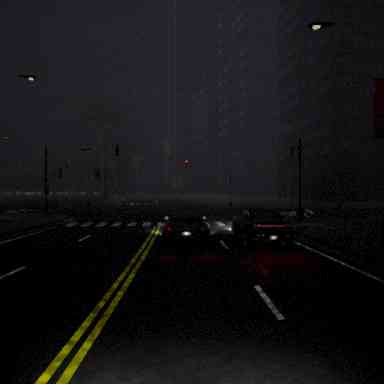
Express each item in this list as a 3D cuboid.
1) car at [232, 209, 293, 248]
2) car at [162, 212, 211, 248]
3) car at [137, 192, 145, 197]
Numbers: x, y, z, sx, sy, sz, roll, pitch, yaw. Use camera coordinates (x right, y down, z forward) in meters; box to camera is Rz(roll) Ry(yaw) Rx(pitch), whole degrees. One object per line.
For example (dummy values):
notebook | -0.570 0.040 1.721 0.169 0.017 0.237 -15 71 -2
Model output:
car | 2.964 1.491 14.862 2.128 1.511 4.902 0 0 -2
car | -0.284 1.568 14.740 1.994 1.385 4.181 0 0 -2
car | -14.092 0.743 91.867 2.033 1.411 5.357 0 1 -13
